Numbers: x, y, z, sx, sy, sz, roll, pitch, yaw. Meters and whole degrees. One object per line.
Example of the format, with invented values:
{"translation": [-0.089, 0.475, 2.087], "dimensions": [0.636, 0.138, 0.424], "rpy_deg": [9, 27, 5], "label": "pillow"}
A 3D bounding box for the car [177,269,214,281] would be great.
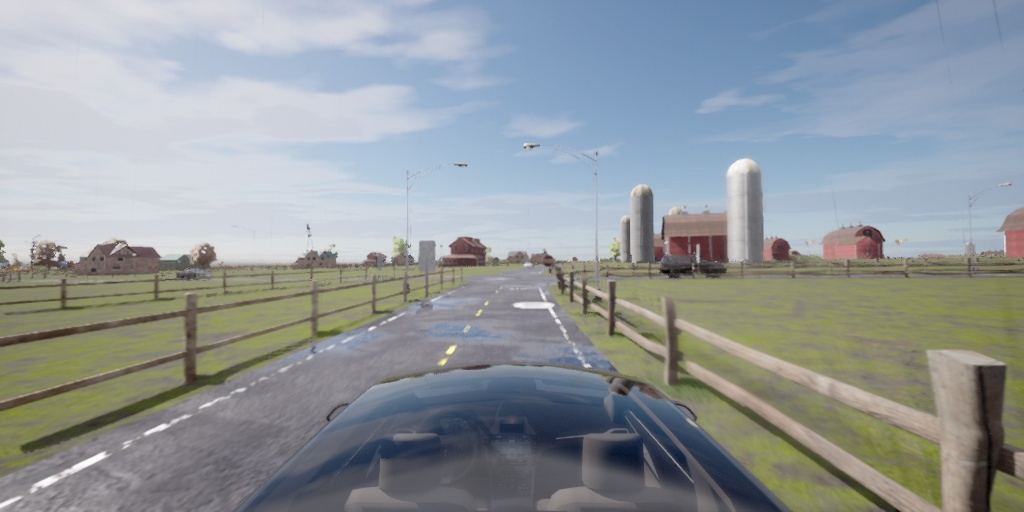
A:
{"translation": [-42.586, 2.521, 48.271], "dimensions": [4.902, 1.511, 2.128], "rpy_deg": [-1, -2, 15], "label": "car"}

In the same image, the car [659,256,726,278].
{"translation": [16.550, 0.976, 33.169], "dimensions": [5.566, 2.045, 2.150], "rpy_deg": [-1, -2, 14], "label": "car"}
